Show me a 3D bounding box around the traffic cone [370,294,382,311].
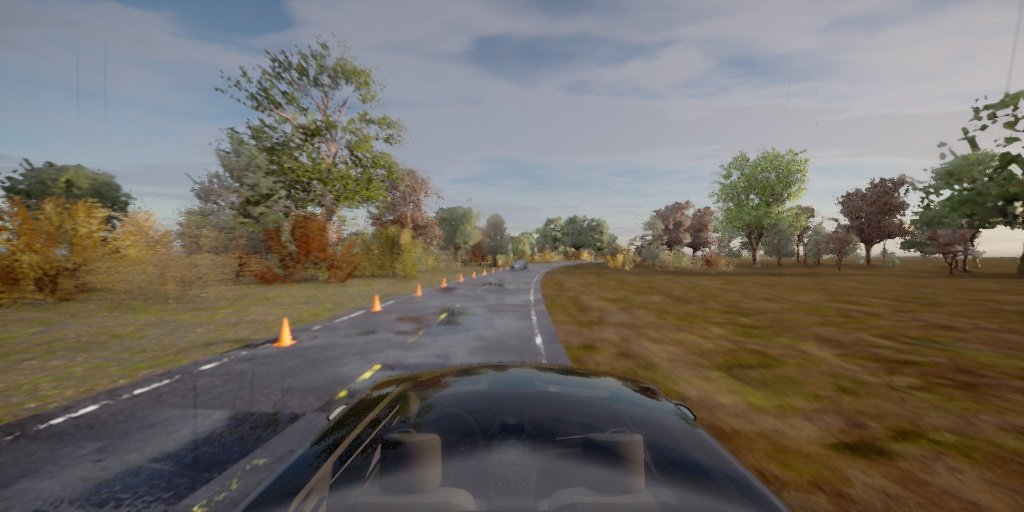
[{"bbox_3d":[-4.941,1.675,13.079,0.340,0.580,0.340,0,0,2],"label":"traffic cone"}]

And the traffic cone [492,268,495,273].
[{"bbox_3d":[-2.261,1.696,43.228,0.340,0.580,0.340,0,0,8],"label":"traffic cone"}]

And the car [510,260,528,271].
[{"bbox_3d":[0.988,1.254,48.369,2.128,1.511,4.902,0,0,9],"label":"car"}]

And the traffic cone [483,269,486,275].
[{"bbox_3d":[-2.926,1.692,38.226,0.340,0.580,0.340,0,0,7],"label":"traffic cone"}]

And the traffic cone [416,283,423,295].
[{"bbox_3d":[-4.713,1.678,18.121,0.340,0.580,0.340,0,0,3],"label":"traffic cone"}]

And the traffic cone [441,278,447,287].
[{"bbox_3d":[-4.398,1.681,23.158,0.340,0.580,0.340,0,0,4],"label":"traffic cone"}]

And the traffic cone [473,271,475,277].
[{"bbox_3d":[-3.504,1.688,33.211,0.340,0.580,0.340,0,0,6],"label":"traffic cone"}]

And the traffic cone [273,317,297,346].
[{"bbox_3d":[-5.081,1.673,8.034,0.340,0.580,0.340,0,0,1],"label":"traffic cone"}]

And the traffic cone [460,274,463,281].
[{"bbox_3d":[-3.995,1.684,28.188,0.340,0.580,0.340,0,0,5],"label":"traffic cone"}]

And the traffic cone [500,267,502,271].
[{"bbox_3d":[-1.509,1.701,48.219,0.340,0.580,0.340,0,0,9],"label":"traffic cone"}]
